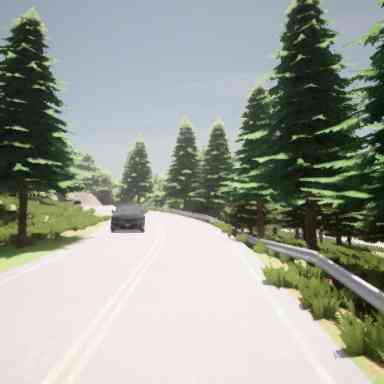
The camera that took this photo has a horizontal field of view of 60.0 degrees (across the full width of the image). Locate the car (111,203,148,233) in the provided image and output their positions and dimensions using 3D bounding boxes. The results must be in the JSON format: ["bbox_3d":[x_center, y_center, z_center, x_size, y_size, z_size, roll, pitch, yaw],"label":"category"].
[{"bbox_3d":[-3.724,1.455,19.896,1.882,1.535,5.008,1,0,-8],"label":"car"}]
